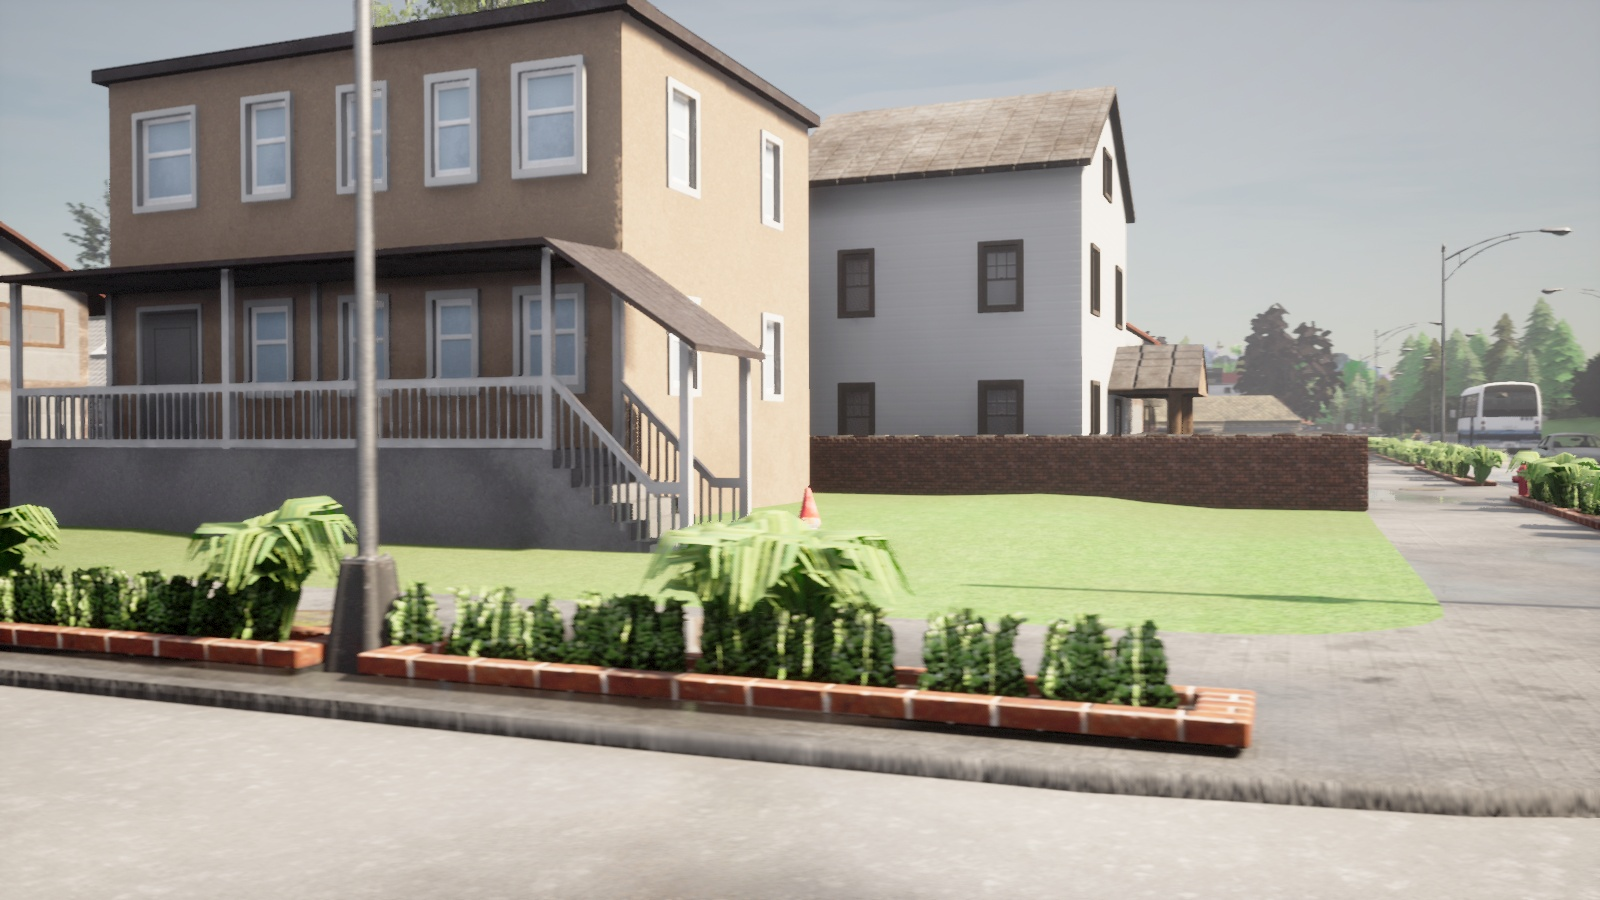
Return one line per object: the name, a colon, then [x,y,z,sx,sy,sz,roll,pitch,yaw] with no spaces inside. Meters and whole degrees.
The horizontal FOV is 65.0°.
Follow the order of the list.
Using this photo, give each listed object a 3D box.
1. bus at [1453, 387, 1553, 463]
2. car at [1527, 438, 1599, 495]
bus: [42.407,-1.477,76.181,3.944,4.253,10.273,1,1,22]
car: [21.699,0.421,35.082,1.816,1.474,4.193,1,1,22]
